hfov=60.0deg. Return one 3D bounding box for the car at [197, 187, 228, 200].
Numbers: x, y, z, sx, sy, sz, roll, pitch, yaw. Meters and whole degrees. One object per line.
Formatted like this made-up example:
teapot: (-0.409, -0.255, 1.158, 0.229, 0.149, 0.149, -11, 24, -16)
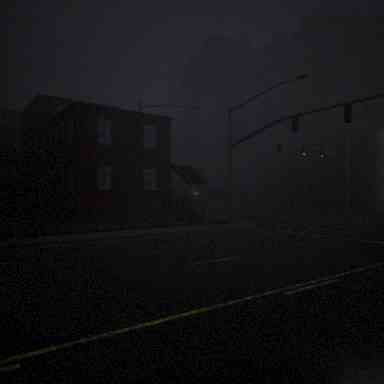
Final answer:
car: (2.897, 0.059, 43.191, 2.033, 1.411, 5.357, 0, 9, -35)
